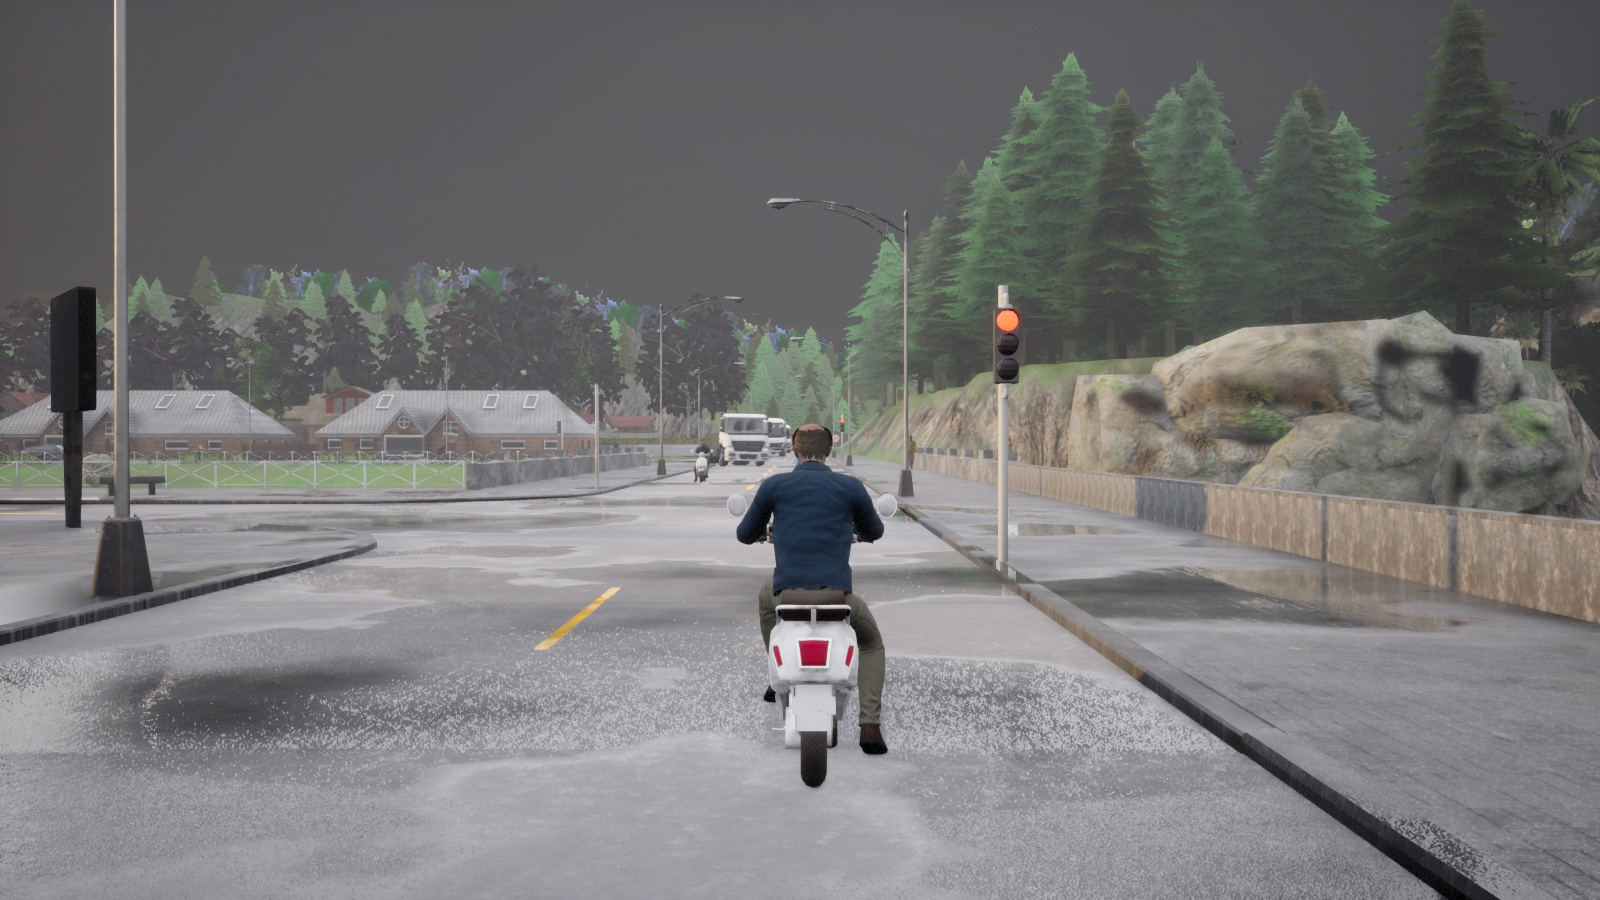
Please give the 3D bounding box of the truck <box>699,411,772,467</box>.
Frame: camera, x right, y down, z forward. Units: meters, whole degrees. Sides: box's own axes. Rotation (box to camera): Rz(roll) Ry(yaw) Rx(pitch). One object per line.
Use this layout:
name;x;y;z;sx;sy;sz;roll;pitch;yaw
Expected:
truck;-4.333;-0.735;82.104;2.891;3.462;7.936;1;1;-17

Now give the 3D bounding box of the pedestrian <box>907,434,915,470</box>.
pedestrian;5.670;0.099;64.065;0.370;1.835;0.726;0;0;2

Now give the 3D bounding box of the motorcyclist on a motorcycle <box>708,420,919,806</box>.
motorcyclist on a motorcycle;0.059;0.666;6.070;0.866;1.590;1.817;0;0;0

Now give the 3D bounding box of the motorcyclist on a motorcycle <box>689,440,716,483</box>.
motorcyclist on a motorcycle;-3.717;0.426;48.000;0.866;1.590;1.817;0;0;0
